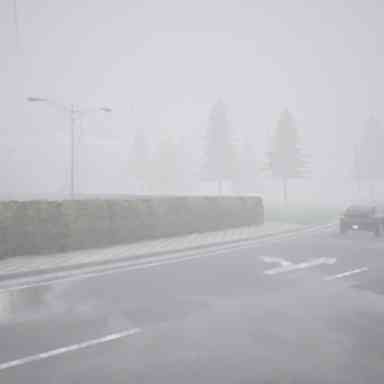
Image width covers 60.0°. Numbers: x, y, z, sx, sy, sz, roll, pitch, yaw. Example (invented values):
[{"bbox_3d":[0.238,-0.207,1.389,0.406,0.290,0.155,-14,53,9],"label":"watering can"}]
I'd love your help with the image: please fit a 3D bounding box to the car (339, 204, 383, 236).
[{"bbox_3d":[9.475,1.436,18.034,1.837,1.490,4.892,0,0,39],"label":"car"}]
